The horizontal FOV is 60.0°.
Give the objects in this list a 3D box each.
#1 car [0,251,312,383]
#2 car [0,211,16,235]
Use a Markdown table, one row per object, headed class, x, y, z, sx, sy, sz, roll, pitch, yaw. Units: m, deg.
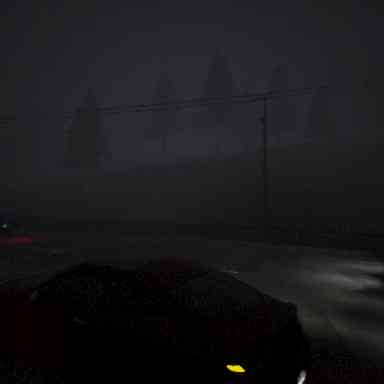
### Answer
| class | x | y | z | sx | sy | sz | roll | pitch | yaw |
| --- | --- | --- | --- | --- | --- | --- | --- | --- | --- |
| car | -0.916 | 1.531 | 4.341 | 4.674 | 1.442 | 1.812 | 0 | 0 | 33 |
| car | -11.550 | 1.528 | 17.407 | 5.008 | 1.535 | 1.882 | 0 | 0 | 22 |
